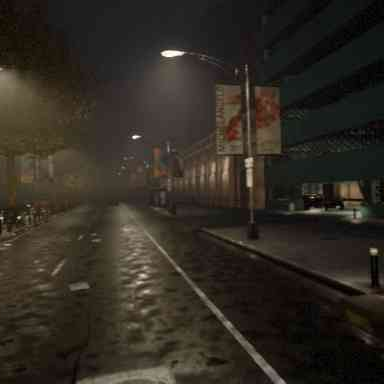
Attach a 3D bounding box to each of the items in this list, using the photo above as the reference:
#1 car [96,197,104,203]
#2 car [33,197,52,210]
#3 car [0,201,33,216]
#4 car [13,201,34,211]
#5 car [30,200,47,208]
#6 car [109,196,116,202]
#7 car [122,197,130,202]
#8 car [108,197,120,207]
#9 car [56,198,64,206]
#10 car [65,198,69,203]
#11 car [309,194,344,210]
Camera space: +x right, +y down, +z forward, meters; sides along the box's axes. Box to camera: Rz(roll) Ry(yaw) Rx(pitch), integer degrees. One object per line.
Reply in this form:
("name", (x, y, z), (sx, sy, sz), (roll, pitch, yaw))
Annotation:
("car", (-25.480, 2.147, 91.741), (1.837, 1.490, 4.892), (-2, 0, -13))
("car", (-25.296, 1.942, 56.572), (2.150, 2.045, 5.566), (-2, 0, -13))
("car", (-21.679, 2.108, 41.189), (1.882, 1.535, 5.008), (-2, 0, -13))
("car", (-29.192, 2.336, 57.913), (2.128, 1.511, 4.902), (-2, 0, -13))
("car", (-31.932, 2.450, 69.358), (2.033, 1.411, 5.357), (-2, 0, -13))
("car", (-22.111, 2.011, 92.689), (1.882, 1.535, 5.008), (-2, 0, -13))
("car", (-17.244, 1.980, 86.335), (1.895, 1.301, 4.718), (-2, 0, -14))
("car", (-14.274, 1.868, 60.379), (1.812, 1.442, 4.674), (-2, 0, -14))
("car", (-27.730, 2.301, 66.835), (2.128, 1.511, 4.902), (-2, 0, -13))
("car", (-31.158, 2.226, 81.109), (1.882, 1.535, 5.008), (-2, 0, -13))
("car", (12.354, 0.934, 31.739), (2.161, 1.482, 4.786), (-2, 0, -14))
